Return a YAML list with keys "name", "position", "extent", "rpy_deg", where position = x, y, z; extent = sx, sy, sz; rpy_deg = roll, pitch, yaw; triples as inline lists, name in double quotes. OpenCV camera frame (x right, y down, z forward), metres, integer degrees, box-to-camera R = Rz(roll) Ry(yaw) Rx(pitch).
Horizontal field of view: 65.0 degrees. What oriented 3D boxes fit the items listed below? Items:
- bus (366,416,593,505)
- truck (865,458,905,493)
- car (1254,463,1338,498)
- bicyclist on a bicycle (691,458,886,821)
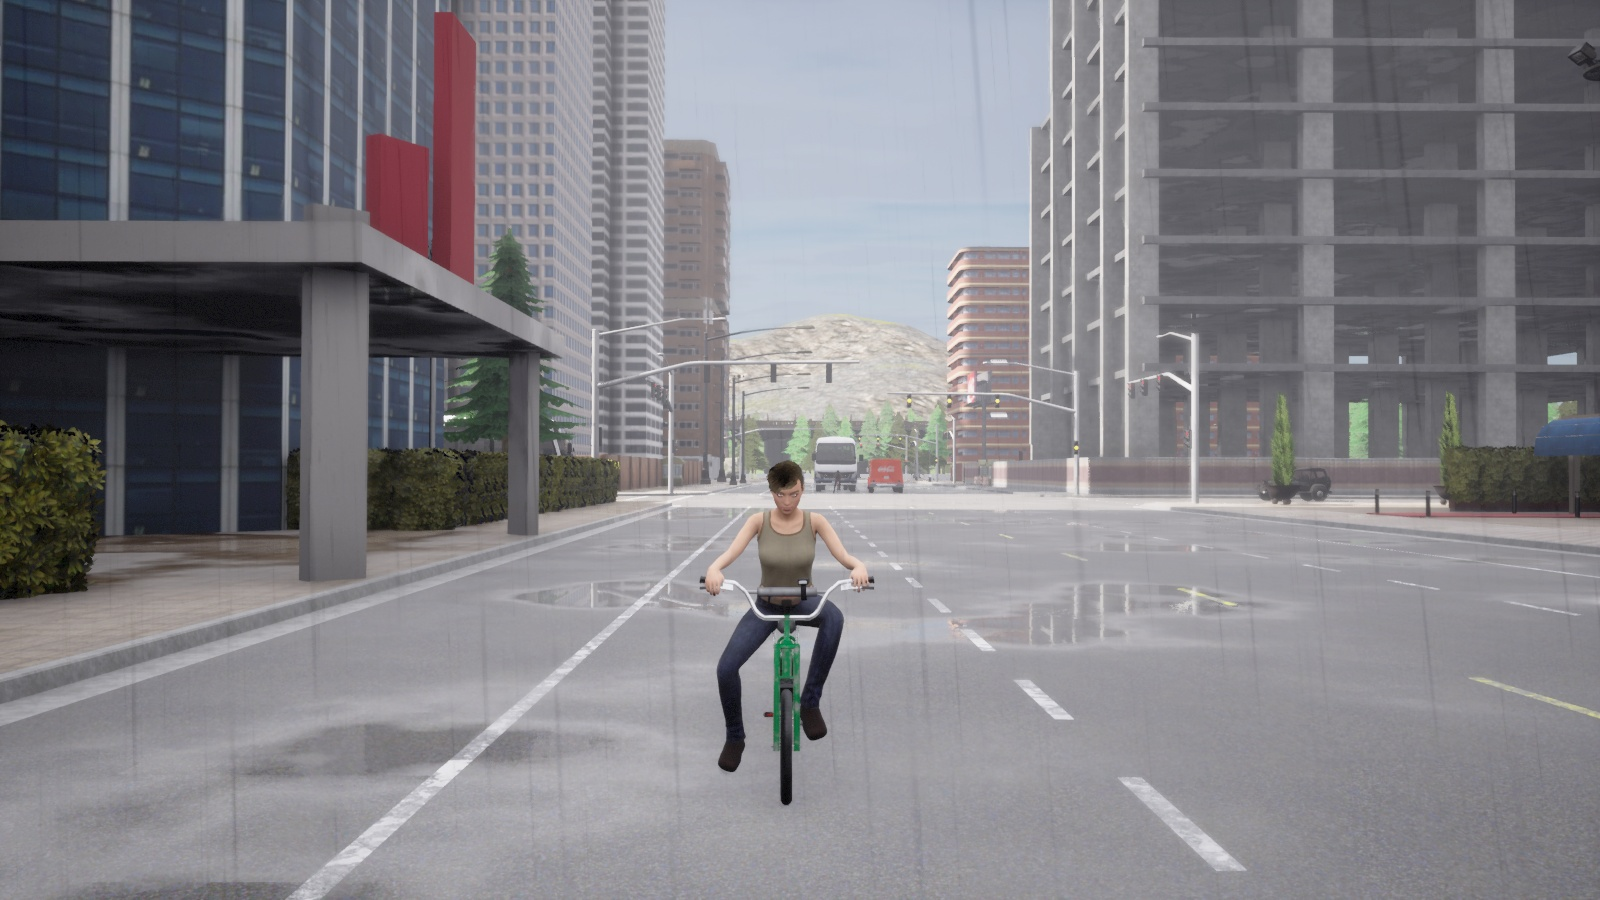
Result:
- name: "bus"
  position: [-15.772, 0.549, 62.540]
  extent: [10.273, 4.253, 3.944]
  rpy_deg: [0, -1, 0]
- name: "truck"
  position: [6.222, 1.851, 92.446]
  extent: [2.627, 2.467, 5.204]
  rpy_deg: [0, -1, 0]
- name: "car"
  position: [27.429, 1.666, 69.556]
  extent: [3.866, 1.878, 1.905]
  rpy_deg: [0, -1, 0]
- name: "bicyclist on a bicycle"
  position: [-0.061, 0.858, 6.372]
  extent: [0.866, 1.612, 1.509]
  rpy_deg: [0, -1, -1]
